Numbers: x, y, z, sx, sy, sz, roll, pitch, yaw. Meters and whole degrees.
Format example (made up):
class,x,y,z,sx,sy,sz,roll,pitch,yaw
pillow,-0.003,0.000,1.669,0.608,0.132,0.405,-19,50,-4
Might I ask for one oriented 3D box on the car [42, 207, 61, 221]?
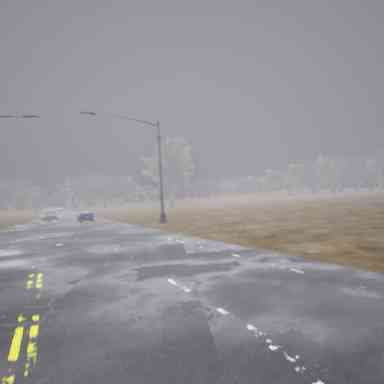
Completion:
class,x,y,z,sx,sy,sz,roll,pitch,yaw
car,-23.285,3.834,54.635,2.097,1.767,4.553,-3,-1,-17

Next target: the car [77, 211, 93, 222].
class,x,y,z,sx,sy,sz,roll,pitch,yaw
car,-15.302,3.396,47.553,1.882,1.535,5.008,-2,-1,-24
